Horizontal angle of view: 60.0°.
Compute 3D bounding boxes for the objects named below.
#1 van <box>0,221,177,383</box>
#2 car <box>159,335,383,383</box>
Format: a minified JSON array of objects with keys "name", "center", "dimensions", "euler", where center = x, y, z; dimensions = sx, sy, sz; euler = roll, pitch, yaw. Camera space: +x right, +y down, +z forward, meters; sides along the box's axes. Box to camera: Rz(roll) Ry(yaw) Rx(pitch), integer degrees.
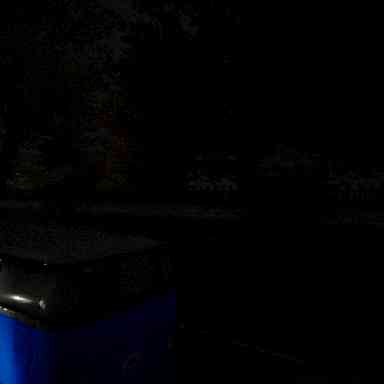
[{"name":"van","center":[-2.060,1.336,4.195],"dimensions":[3.998,1.788,1.690],"euler":[0,0,35]},{"name":"car","center":[2.312,1.526,1.068],"dimensions":[4.829,1.417,1.752],"euler":[0,0,36]}]
